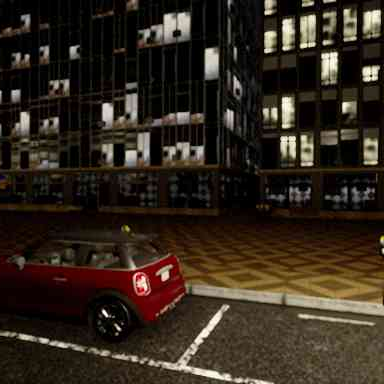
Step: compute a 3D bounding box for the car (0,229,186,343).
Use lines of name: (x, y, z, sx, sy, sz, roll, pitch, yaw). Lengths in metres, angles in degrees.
car: (-2.272, 1.444, 6.298, 4.097, 1.590, 1.967, 0, 0, 20)
